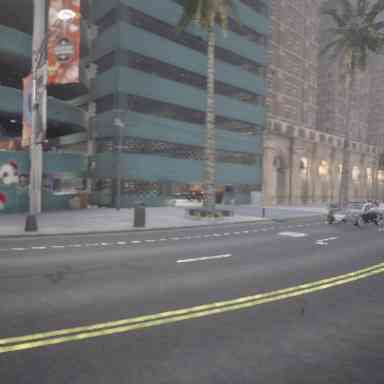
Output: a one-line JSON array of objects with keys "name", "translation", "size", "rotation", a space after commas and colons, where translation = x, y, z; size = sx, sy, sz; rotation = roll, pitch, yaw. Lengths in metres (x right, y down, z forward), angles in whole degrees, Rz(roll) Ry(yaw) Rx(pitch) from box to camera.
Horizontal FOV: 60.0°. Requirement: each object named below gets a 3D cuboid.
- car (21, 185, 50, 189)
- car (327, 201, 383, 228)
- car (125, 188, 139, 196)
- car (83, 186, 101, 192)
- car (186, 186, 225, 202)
[{"name": "car", "translation": [-24.890, -0.548, 52.936], "size": [4.674, 1.452, 2.002], "rotation": [1, 2, -42]}, {"name": "car", "translation": [10.447, 1.361, 21.186], "size": [4.902, 1.511, 2.128], "rotation": [1, 2, -42]}, {"name": "car", "translation": [-11.133, -0.031, 55.234], "size": [4.718, 1.301, 1.895], "rotation": [1, 2, -42]}, {"name": "car", "translation": [-18.557, -0.492, 64.146], "size": [4.786, 1.482, 2.161], "rotation": [1, 2, -42]}, {"name": "car", "translation": [1.836, 0.204, 42.011], "size": [5.566, 2.045, 2.435], "rotation": [1, 2, -42]}]
